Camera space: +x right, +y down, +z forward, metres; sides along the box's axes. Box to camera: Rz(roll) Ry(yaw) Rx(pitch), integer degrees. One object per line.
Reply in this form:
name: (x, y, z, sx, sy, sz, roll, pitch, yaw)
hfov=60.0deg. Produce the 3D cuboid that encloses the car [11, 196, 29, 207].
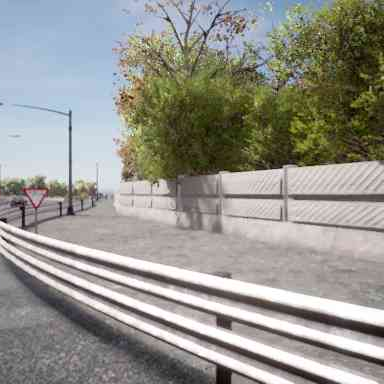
car: (-29.699, 1.551, 57.478, 2.097, 1.767, 4.553, 0, 0, -16)
